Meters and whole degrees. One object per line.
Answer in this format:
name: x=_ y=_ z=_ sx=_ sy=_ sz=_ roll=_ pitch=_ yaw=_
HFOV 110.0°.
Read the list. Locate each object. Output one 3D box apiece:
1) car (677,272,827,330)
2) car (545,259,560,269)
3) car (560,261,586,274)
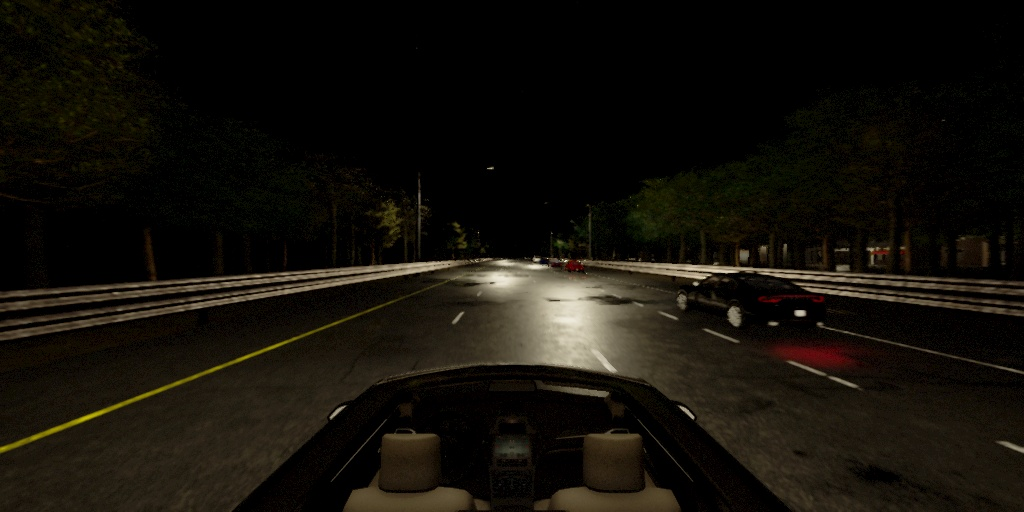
car: x=7.002 y=1.233 z=11.187 sx=1.882 sy=1.535 sz=5.008 roll=0 pitch=0 yaw=0
car: x=7.146 y=1.353 z=59.199 sx=2.033 sy=1.411 sz=5.357 roll=0 pitch=0 yaw=0
car: x=7.066 y=1.313 z=41.146 sx=1.812 sy=1.442 sz=4.674 roll=0 pitch=0 yaw=0
